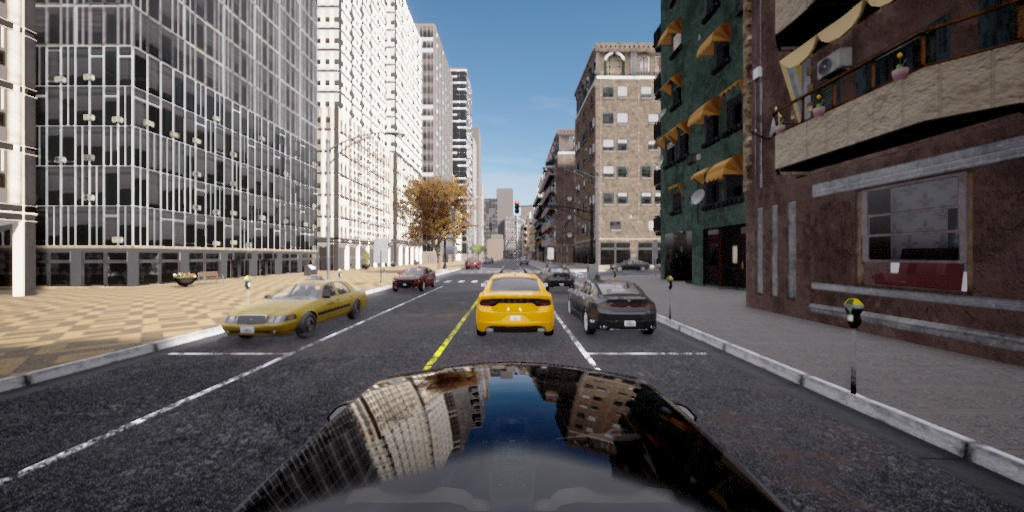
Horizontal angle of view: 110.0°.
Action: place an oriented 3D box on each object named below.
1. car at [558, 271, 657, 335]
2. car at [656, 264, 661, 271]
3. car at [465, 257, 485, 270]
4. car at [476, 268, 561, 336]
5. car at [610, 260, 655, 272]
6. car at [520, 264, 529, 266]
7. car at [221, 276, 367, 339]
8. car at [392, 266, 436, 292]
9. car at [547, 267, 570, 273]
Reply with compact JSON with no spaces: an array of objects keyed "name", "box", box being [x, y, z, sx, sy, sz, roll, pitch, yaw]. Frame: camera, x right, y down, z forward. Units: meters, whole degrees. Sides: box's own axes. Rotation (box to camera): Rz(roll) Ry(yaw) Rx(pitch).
[{"name":"car","box":[2.674,1.296,10.316,2.007,1.370,4.403,0,0,0]},{"name":"car","box":[18.763,0.981,40.881,4.829,1.417,1.751,0,0,-1]},{"name":"car","box":[-5.784,1.065,53.755,2.192,1.841,5.009,0,0,0]},{"name":"car","box":[0.073,1.223,10.410,1.882,1.535,5.008,0,0,0]},{"name":"car","box":[13.366,1.084,40.817,4.403,1.370,2.007,0,0,-1]},{"name":"car","box":[0.066,1.343,20.689,1.895,1.301,4.718,0,0,0]},{"name":"car","box":[-5.706,1.271,10.132,1.751,1.417,4.829,0,0,0]},{"name":"car","box":[-5.726,1.287,21.367,1.888,1.381,4.507,0,0,0]},{"name":"car","box":[2.654,1.292,21.382,2.007,1.370,4.403,0,0,0]}]
